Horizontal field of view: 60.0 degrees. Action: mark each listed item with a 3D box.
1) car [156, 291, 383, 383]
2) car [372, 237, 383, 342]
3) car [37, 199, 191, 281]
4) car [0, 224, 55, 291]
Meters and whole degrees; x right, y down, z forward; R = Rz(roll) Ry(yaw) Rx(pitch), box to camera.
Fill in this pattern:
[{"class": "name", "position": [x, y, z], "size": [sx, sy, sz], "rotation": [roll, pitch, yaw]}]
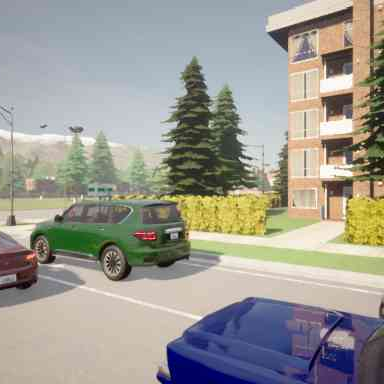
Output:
[{"class": "car", "position": [2.008, 1.601, 2.564], "size": [4.718, 1.301, 1.895], "rotation": [0, 0, 35]}, {"class": "car", "position": [5.044, 1.564, 4.698], "size": [4.181, 1.385, 1.994], "rotation": [0, 0, 35]}, {"class": "car", "position": [-2.628, 1.221, 10.103], "size": [5.566, 2.045, 2.150], "rotation": [0, 0, 36]}, {"class": "car", "position": [-5.432, 1.526, 7.810], "size": [4.674, 1.442, 1.812], "rotation": [0, 0, 36]}]
